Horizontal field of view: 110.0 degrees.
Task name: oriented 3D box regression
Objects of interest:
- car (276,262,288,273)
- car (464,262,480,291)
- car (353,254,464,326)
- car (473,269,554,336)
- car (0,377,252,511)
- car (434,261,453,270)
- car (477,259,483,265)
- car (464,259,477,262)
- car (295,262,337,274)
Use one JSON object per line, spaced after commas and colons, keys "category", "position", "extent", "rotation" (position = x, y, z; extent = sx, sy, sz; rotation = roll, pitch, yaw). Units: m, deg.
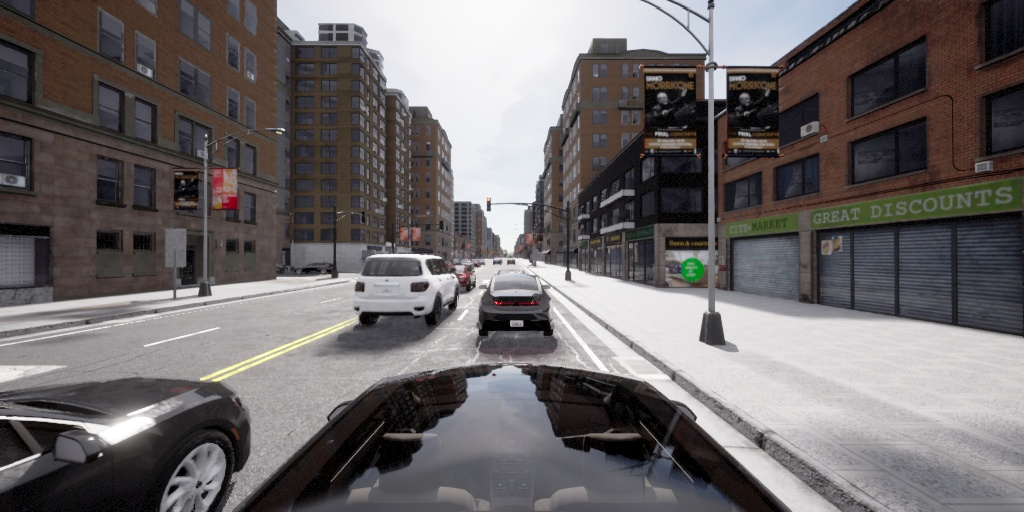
{"category": "car", "position": [-27.899, 1.332, 40.734], "extent": [4.403, 1.370, 2.007], "rotation": [0, 0, 0]}
{"category": "car", "position": [-3.253, 1.279, 21.593], "extent": [1.812, 1.442, 4.674], "rotation": [0, 0, 0]}
{"category": "car", "position": [-3.175, 0.971, 11.850], "extent": [2.150, 2.045, 5.566], "rotation": [0, 0, 1]}
{"category": "car", "position": [0.083, 1.256, 10.385], "extent": [1.837, 1.490, 4.892], "rotation": [0, 0, 0]}
{"category": "car", "position": [-3.150, 1.255, 1.086], "extent": [1.837, 1.490, 4.892], "rotation": [0, 0, 0]}
{"category": "car", "position": [-9.957, 1.370, 52.587], "extent": [1.895, 1.301, 4.718], "rotation": [0, 0, 0]}
{"category": "car", "position": [-6.707, 1.255, 63.137], "extent": [1.882, 1.535, 5.008], "rotation": [0, 0, 0]}
{"category": "car", "position": [-6.710, 1.334, 52.969], "extent": [1.994, 1.385, 4.181], "rotation": [0, 0, -1]}
{"category": "car", "position": [-22.237, 1.347, 40.721], "extent": [4.313, 1.339, 1.948], "rotation": [0, 0, 0]}
